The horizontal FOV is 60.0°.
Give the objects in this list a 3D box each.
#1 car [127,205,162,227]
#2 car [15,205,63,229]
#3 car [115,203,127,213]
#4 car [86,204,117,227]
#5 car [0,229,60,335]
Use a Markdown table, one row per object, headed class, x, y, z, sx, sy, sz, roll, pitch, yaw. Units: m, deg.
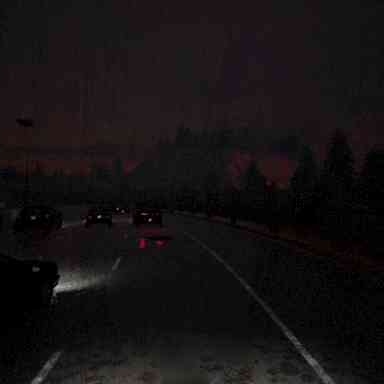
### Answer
| class | x | y | z | sx | sy | sz | roll | pitch | yaw |
| --- | --- | --- | --- | --- | --- | --- | --- | --- | --- |
| car | -3.430 | 1.732 | 24.913 | 2.128 | 1.511 | 4.902 | 0 | -1 | -14 |
| car | -9.815 | 1.592 | 21.645 | 2.097 | 1.767 | 4.553 | 0 | -1 | -13 |
| car | -9.007 | 2.037 | 41.111 | 1.895 | 1.301 | 4.718 | 0 | -1 | -23 |
| car | -7.085 | 1.812 | 25.393 | 2.033 | 1.411 | 5.357 | 0 | -1 | -15 |
| car | -3.695 | 1.602 | 4.937 | 2.033 | 1.411 | 5.357 | 0 | 0 | -4 |
